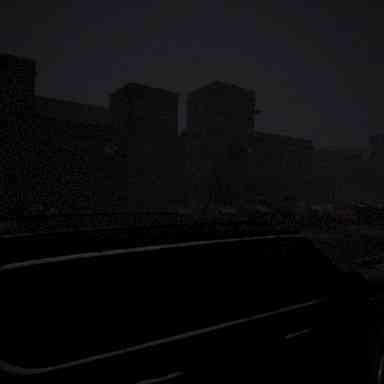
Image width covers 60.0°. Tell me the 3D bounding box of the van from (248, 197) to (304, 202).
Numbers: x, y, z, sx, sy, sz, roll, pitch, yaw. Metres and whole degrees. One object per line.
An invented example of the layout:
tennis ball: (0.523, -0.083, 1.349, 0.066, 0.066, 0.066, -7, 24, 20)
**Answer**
van: (5.812, 1.335, 22.586, 1.878, 1.987, 4.442, 0, 0, -36)

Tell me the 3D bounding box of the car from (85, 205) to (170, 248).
car: (-3.328, 1.508, 16.193, 2.231, 1.521, 4.892, 0, 0, -36)

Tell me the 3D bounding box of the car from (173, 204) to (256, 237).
car: (1.159, 1.532, 19.399, 2.231, 1.521, 4.892, 0, 0, -36)

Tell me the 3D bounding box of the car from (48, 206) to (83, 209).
car: (-5.556, 1.370, 14.571, 2.185, 1.767, 4.553, 0, 0, -36)

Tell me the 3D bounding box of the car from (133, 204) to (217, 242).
car: (-1.084, 1.519, 17.796, 2.231, 1.521, 4.892, 0, 0, -36)

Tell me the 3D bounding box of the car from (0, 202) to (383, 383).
car: (0.070, 1.227, 3.182, 5.566, 2.045, 2.150, 0, 0, -36)

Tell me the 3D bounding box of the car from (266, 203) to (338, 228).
car: (7.886, 1.615, 24.209, 2.002, 1.452, 4.674, 0, 0, -36)

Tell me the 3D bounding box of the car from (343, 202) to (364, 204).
car: (10.021, 1.590, 25.966, 1.946, 1.575, 5.366, 0, 0, -36)

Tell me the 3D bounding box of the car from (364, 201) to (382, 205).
car: (12.375, 1.611, 27.411, 2.231, 1.521, 4.892, 0, 0, -36)

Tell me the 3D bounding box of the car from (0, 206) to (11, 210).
car: (-7.836, 1.361, 13.018, 2.185, 1.767, 4.553, 0, 0, -36)

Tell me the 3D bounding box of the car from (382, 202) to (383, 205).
car: (14.598, 1.659, 29.044, 2.163, 1.488, 4.792, 0, 0, -36)
